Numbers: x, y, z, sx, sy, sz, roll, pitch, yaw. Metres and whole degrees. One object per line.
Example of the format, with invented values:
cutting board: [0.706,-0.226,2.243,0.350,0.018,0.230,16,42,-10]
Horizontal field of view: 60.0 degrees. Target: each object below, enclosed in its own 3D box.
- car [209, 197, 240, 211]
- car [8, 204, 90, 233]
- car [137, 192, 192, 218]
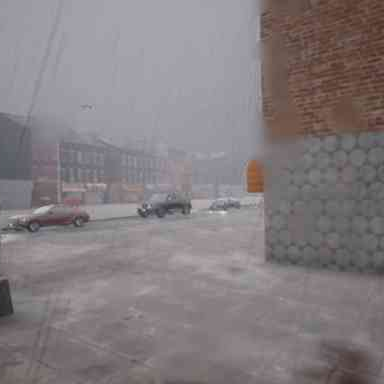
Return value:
car: [3.738,1.254,36.912,1.812,1.442,4.674,-2,0,35]
car: [-8.332,1.482,19.805,1.812,1.442,4.674,-2,0,37]
car: [-2.233,1.064,28.478,2.150,2.045,5.566,-2,0,35]
